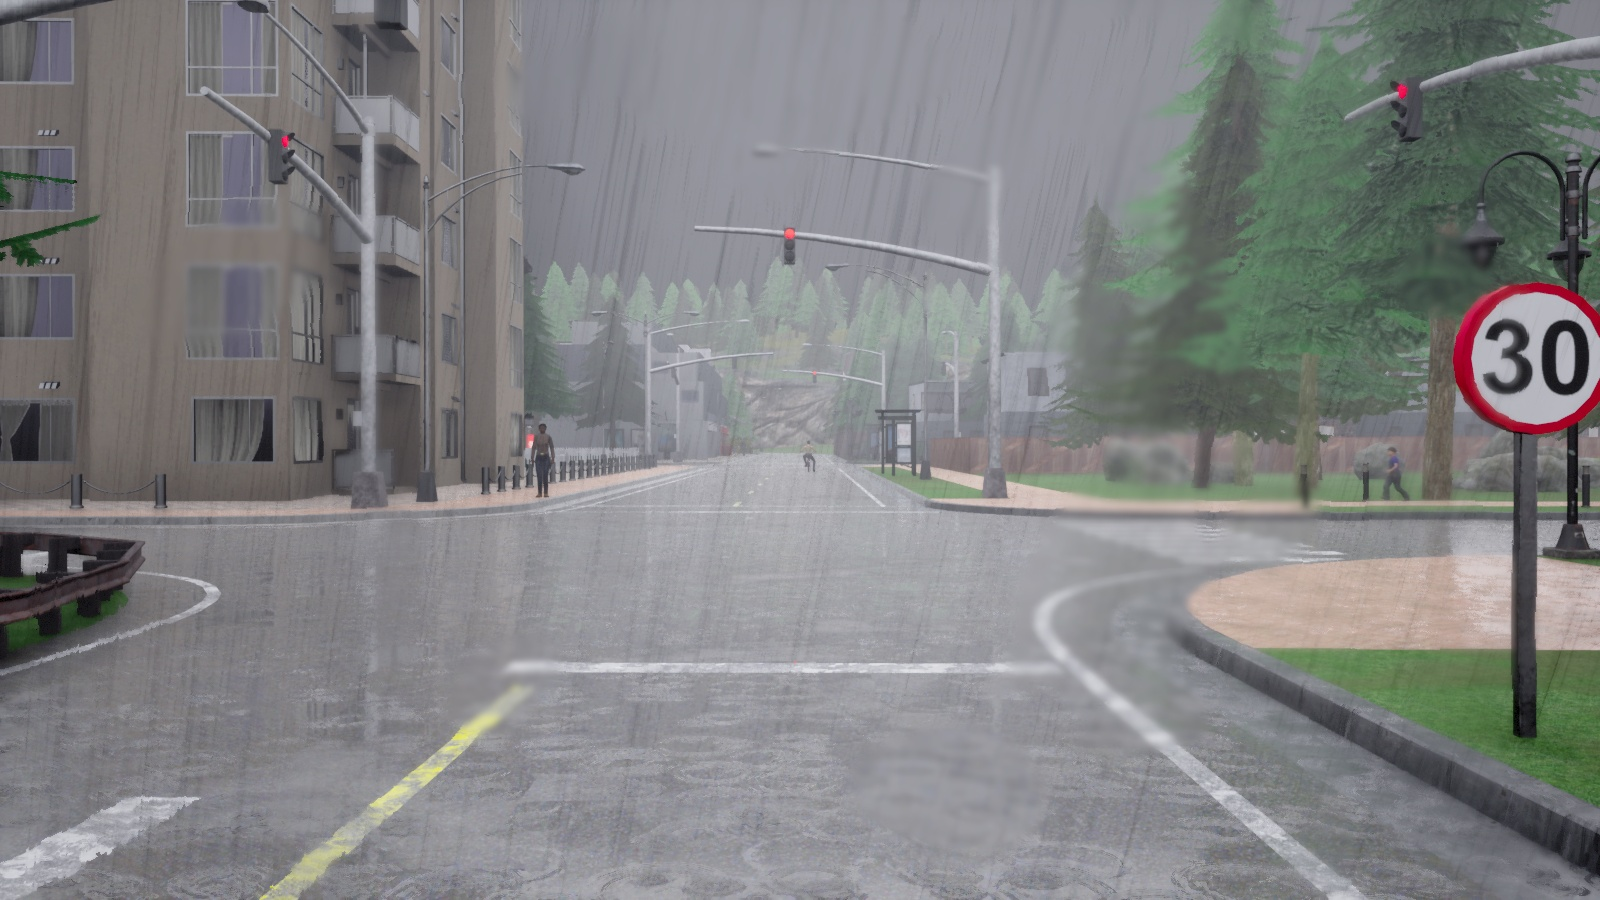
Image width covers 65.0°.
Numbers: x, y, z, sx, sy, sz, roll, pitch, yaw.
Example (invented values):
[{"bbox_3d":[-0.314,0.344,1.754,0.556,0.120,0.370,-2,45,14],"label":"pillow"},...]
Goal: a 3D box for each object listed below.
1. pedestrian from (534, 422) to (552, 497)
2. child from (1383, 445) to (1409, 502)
[{"bbox_3d":[-6.340,0.227,30.944,0.328,1.805,0.869,0,0,-5],"label":"pedestrian"},{"bbox_3d":[13.222,0.521,27.878,0.437,1.263,0.270,0,0,-1],"label":"child"}]
